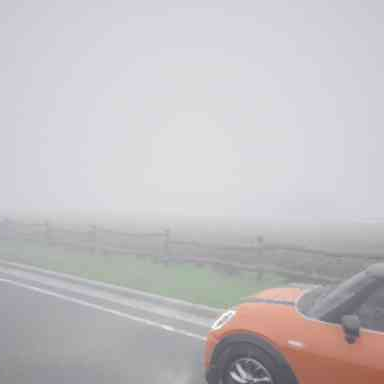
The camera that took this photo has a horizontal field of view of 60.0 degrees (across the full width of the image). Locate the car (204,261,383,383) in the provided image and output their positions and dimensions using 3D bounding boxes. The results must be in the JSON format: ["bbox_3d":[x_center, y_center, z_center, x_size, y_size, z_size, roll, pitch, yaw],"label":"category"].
[{"bbox_3d":[2.358,1.560,3.564,4.553,1.767,2.097,-1,-3,35],"label":"car"}]
